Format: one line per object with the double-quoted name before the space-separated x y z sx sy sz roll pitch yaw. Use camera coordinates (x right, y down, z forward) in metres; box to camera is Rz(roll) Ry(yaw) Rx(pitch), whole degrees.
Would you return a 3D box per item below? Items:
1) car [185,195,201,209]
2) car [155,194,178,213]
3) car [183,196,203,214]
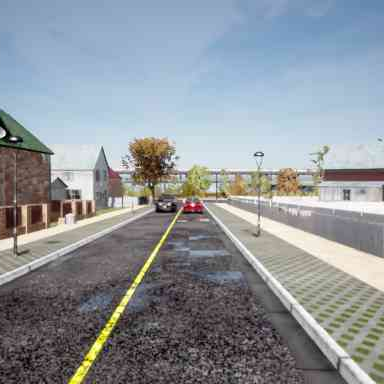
"car" 0.090 1.353 45.097 2.097 1.767 4.553 0 0 0
"car" -2.788 1.218 37.090 2.150 2.045 5.566 0 0 1
"car" 0.090 1.345 35.336 2.097 1.767 4.553 0 0 0
